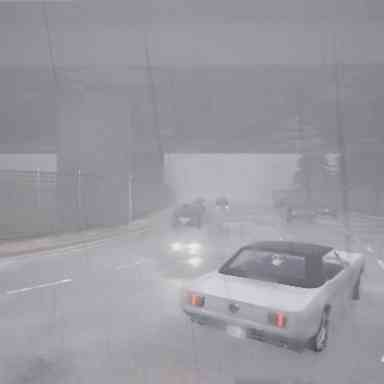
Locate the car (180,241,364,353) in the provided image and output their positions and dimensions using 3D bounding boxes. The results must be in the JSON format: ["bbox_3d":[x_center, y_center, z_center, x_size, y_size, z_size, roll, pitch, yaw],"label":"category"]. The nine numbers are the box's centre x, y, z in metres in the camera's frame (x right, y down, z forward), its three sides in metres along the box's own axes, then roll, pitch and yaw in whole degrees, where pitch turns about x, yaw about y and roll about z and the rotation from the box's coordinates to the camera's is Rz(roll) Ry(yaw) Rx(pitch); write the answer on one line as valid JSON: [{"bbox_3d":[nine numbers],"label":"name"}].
[{"bbox_3d":[1.911,1.601,6.286,1.895,1.301,4.718,0,0,36],"label":"car"}]

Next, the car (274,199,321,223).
[{"bbox_3d":[8.045,1.547,25.928,2.033,1.411,5.357,0,0,5],"label":"car"}]

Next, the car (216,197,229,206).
[{"bbox_3d":[4.907,1.525,54.710,1.812,1.442,4.674,0,0,1],"label":"car"}]

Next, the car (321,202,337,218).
[{"bbox_3d":[11.674,1.563,30.539,1.994,1.385,4.181,0,0,3],"label":"car"}]

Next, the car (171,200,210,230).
[{"bbox_3d":[0.013,1.491,21.440,2.128,1.511,4.902,0,0,11],"label":"car"}]

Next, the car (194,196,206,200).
[{"bbox_3d":[1.576,1.563,65.259,1.837,1.490,4.892,0,0,0],"label":"car"}]
